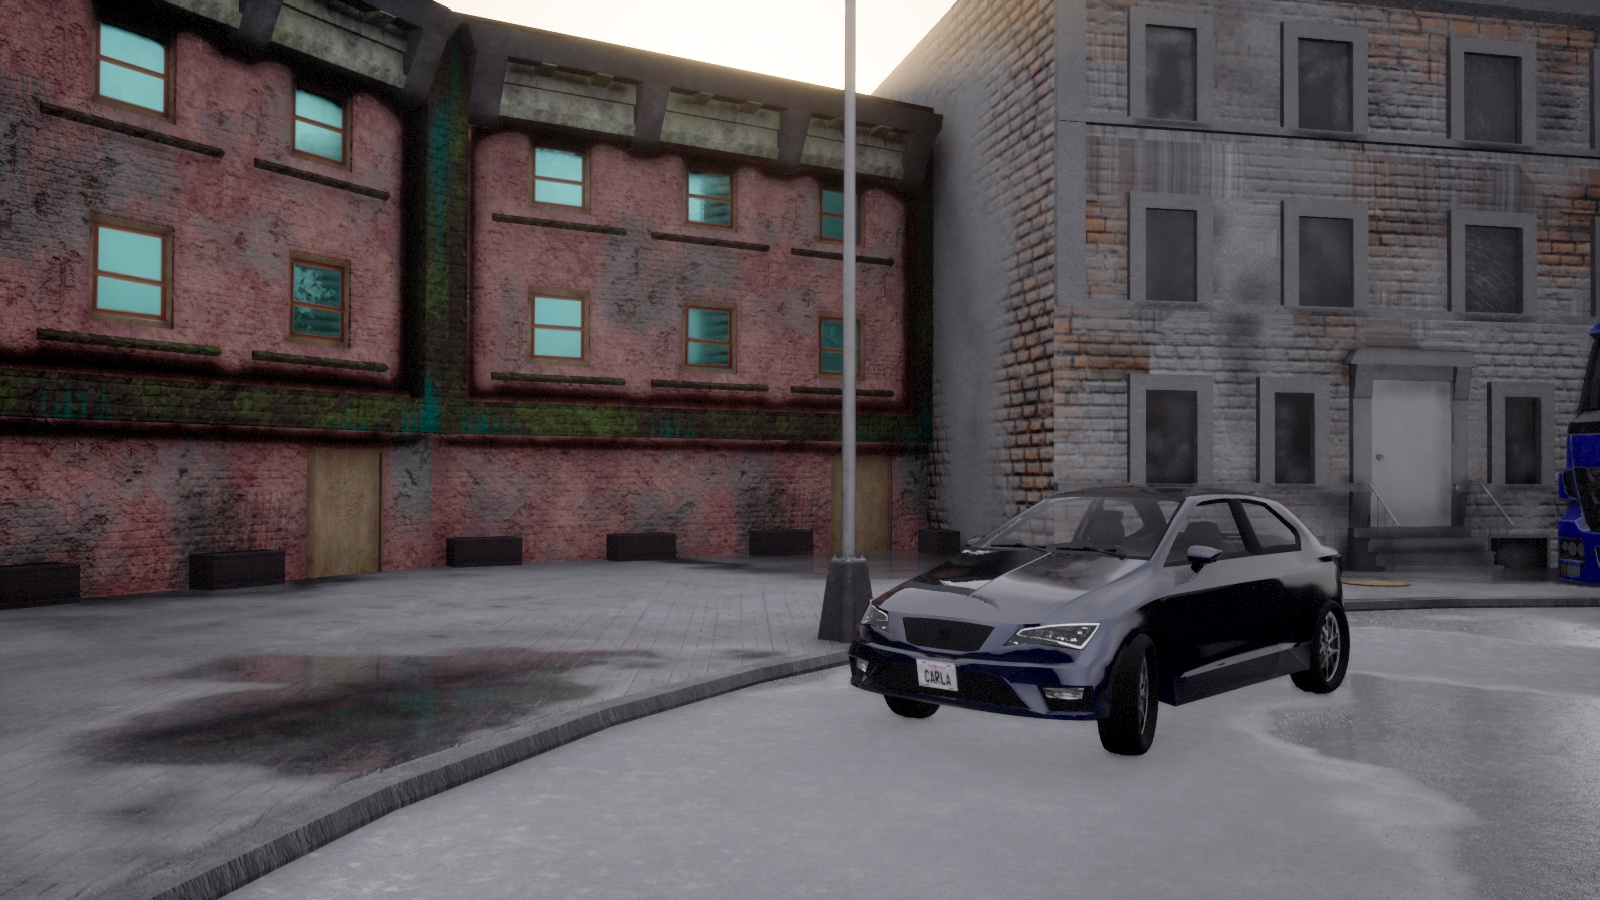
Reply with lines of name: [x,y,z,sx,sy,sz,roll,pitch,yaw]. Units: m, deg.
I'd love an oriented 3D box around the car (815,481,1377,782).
car: [2.194,0.963,8.457,1.816,1.474,4.193,-1,-1,43]

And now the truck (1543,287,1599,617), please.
truck: [12.379,-0.002,12.812,7.936,3.462,2.891,0,-1,-3]
